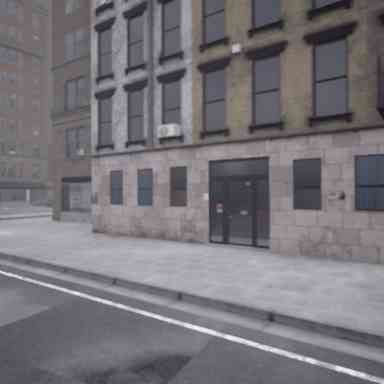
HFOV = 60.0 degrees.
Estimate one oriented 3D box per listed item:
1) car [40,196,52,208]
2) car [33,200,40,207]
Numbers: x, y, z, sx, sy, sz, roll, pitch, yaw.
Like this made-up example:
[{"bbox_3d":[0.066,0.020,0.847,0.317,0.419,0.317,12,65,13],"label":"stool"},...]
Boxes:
[{"bbox_3d":[-16.022,1.256,42.637,2.033,1.411,5.357,0,1,36],"label":"car"},{"bbox_3d":[-18.764,1.251,44.385,1.812,1.442,4.674,0,1,36],"label":"car"}]
